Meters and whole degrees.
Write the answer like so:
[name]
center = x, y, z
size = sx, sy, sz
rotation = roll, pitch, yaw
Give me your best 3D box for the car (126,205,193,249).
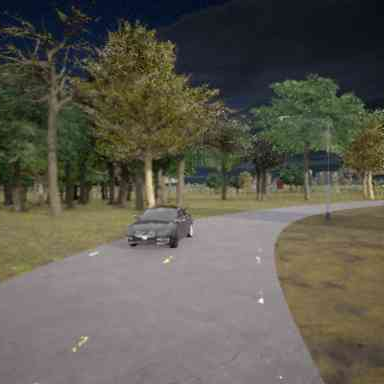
[car]
center = -1.188, 1.358, 14.026
size = 1.837, 1.490, 4.892
rotation = 0, 0, 11
